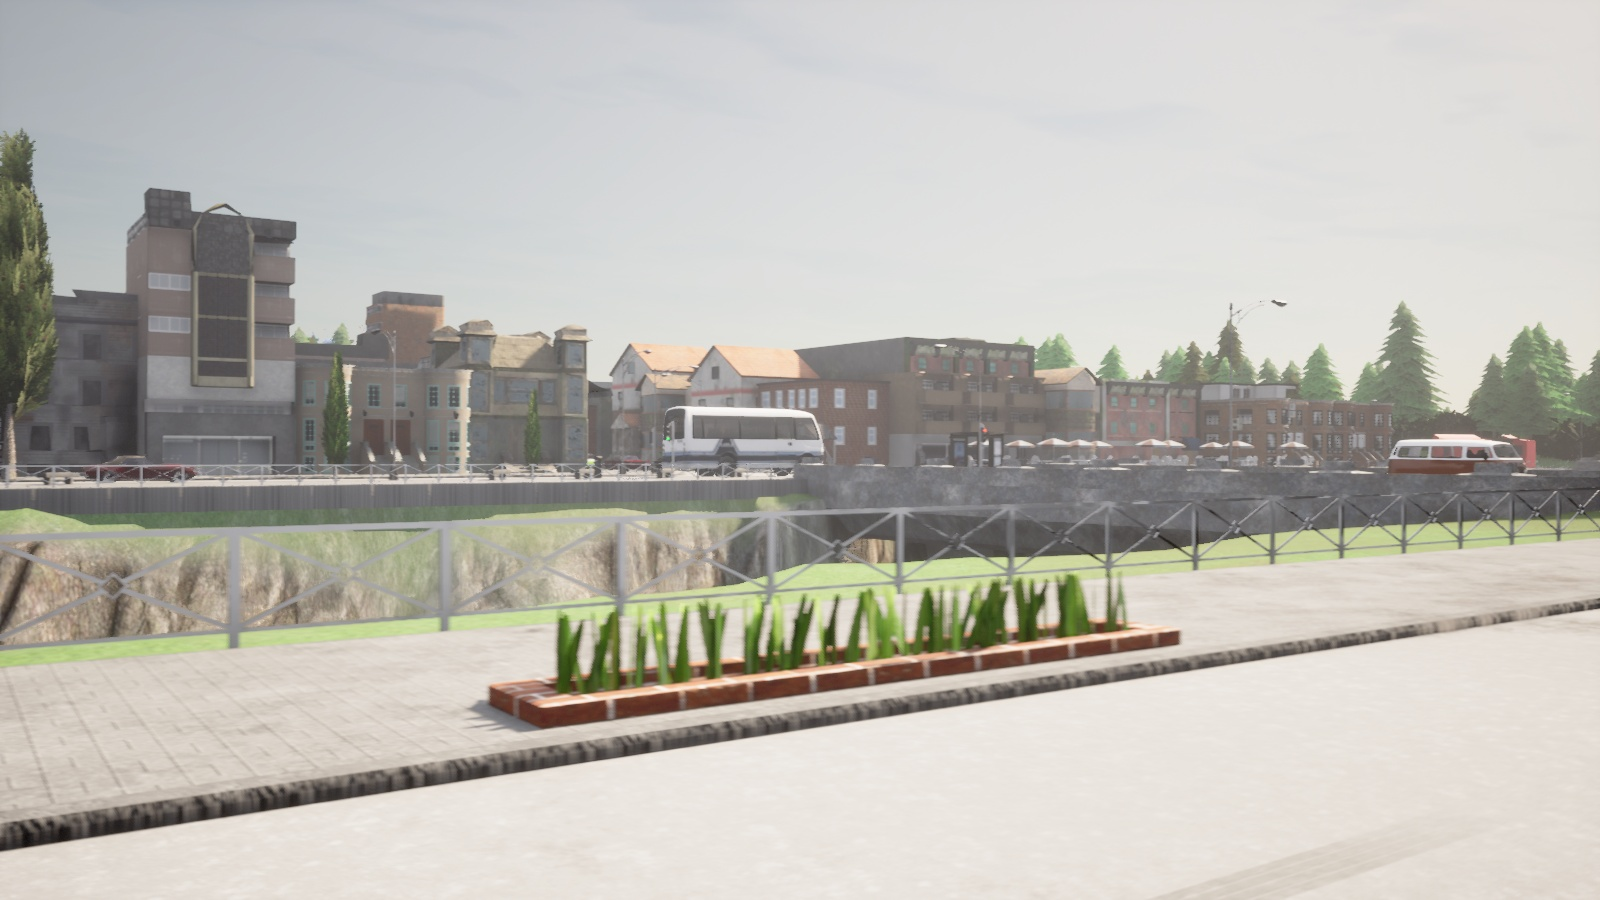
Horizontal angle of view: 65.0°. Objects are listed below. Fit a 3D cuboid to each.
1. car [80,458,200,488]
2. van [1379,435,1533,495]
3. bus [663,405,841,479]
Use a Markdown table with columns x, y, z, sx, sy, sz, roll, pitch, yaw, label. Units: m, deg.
| x | y | z | sx | sy | sz | roll | pitch | yaw | label |
| --- | --- | --- | --- | --- | --- | --- | --- | --- | --- |
| -30.552 | 1.052 | 58.196 | 4.718 | 1.301 | 1.895 | 0 | 0 | -35 | car |
| 23.561 | 0.529 | 45.260 | 2.069 | 2.038 | 4.480 | 0 | 0 | -35 | van |
| -2.891 | -0.435 | 77.564 | 10.273 | 4.253 | 3.944 | 0 | -2 | -32 | bus |
